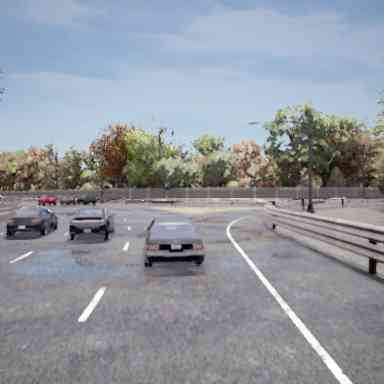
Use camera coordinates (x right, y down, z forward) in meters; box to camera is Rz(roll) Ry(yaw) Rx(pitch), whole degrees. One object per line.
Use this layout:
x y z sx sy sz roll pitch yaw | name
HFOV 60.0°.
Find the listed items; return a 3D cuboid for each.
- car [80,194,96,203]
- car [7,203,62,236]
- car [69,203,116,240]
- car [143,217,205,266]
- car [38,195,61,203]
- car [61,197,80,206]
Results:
-20.152 1.465 63.603 2.150 2.045 5.566 0 0 -37 | car
-8.925 1.607 18.874 1.812 1.442 4.674 0 0 -11 | car
-5.138 1.556 17.499 2.128 1.511 4.902 0 0 -9 | car
-0.731 1.582 11.746 2.033 1.411 5.357 0 0 -7 | car
-25.904 1.472 59.613 2.150 2.045 5.566 0 0 -37 | car
-23.009 1.745 61.583 1.837 1.490 4.892 0 0 -37 | car
